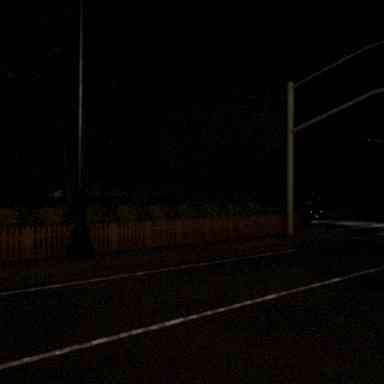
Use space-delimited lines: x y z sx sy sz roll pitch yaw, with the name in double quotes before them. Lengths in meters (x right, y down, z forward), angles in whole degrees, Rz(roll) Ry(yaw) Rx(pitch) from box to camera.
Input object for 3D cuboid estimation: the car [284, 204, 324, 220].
"car" 9.426 1.781 30.228 1.895 1.301 4.718 0 0 -35
